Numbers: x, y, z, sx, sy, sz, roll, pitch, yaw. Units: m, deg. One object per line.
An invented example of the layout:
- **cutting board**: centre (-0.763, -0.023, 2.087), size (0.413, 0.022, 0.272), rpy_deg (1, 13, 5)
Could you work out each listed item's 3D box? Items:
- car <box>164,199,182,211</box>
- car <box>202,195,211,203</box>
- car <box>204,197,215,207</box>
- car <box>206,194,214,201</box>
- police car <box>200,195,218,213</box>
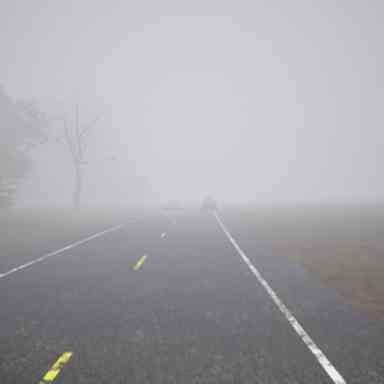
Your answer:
- **car**: centre (-2.451, 1.656, 42.590), size (1.812, 1.442, 4.674), rpy_deg (0, 0, 3)
- **car**: centre (3.202, 1.526, 72.844), size (1.837, 1.490, 4.892), rpy_deg (0, 0, 5)
- **car**: centre (2.891, 1.621, 54.658), size (1.801, 1.575, 5.366), rpy_deg (0, 0, 4)
- **car**: centre (4.962, 1.457, 90.522), size (2.097, 1.767, 4.553), rpy_deg (0, 0, 6)
- **police car**: centre (1.979, 1.546, 38.657), size (1.930, 1.638, 5.238), rpy_deg (0, 0, 3)
